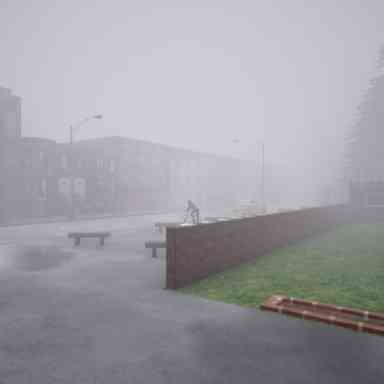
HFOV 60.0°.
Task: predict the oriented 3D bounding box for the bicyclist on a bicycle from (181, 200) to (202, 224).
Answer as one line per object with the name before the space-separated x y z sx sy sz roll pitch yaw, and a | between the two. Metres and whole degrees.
bicyclist on a bicycle | -0.031 1.340 20.852 1.656 1.620 0.582 0 0 35

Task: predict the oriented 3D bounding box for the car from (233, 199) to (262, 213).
car | 6.151 1.526 36.767 1.812 1.442 4.674 0 0 35
